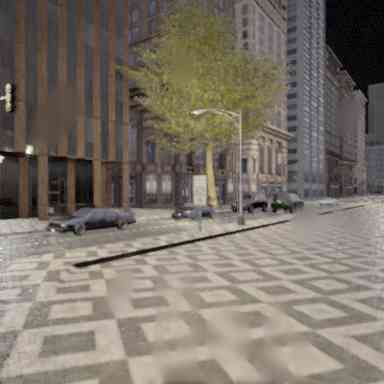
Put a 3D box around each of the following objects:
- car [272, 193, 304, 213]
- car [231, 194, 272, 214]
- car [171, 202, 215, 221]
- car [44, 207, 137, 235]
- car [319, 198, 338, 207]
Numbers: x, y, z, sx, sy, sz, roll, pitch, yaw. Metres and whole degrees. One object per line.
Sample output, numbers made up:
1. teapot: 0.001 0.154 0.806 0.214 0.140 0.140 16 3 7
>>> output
1. car: 10.516 1.176 36.333 2.150 2.045 5.566 0 -1 35
2. car: 6.264 1.193 35.894 2.150 2.045 5.566 0 0 36
3. car: 0.166 1.560 27.412 1.994 1.385 4.181 0 0 35
4. car: -5.632 1.576 19.319 2.033 1.411 5.357 0 0 36
5. car: 20.916 1.547 50.850 1.895 1.301 4.718 0 0 36
